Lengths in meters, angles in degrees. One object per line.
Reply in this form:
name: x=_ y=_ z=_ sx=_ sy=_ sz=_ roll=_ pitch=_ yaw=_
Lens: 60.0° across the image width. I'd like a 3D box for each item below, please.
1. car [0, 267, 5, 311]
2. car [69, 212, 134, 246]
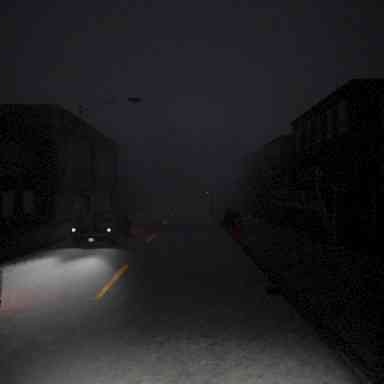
car: x=-4.090 y=1.514 z=3.687 sx=1.837 sy=1.490 sz=4.892 roll=0 pitch=-1 yaw=0
car: x=-4.075 y=1.630 z=15.637 sx=1.895 sy=1.301 sz=4.718 roll=0 pitch=0 yaw=0
